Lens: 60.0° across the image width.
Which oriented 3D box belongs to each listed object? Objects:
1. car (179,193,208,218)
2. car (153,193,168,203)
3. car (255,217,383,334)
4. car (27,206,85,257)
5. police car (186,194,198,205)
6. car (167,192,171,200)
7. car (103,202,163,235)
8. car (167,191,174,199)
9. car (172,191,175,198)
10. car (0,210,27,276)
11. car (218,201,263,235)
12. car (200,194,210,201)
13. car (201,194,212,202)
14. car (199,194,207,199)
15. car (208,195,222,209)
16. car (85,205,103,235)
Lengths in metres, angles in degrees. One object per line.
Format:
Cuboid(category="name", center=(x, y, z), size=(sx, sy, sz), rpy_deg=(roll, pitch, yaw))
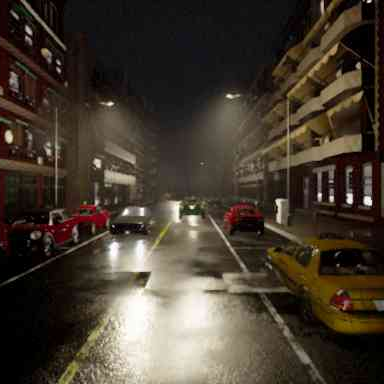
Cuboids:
Cuboid(category="car", center=(0.018, 1.214, 27.751), size=(2.097, 1.767, 4.553), rpy_deg=(0, 0, 0))
Cuboid(category="car", center=(-5.687, 1.185, 57.351), size=(2.008, 1.369, 4.403), rpy_deg=(0, 0, 0))
Cuboid(category="car", center=(2.692, 1.482, 6.792), size=(1.752, 1.417, 4.829), rpy_deg=(0, 0, 0))
Cuboid(category="car", center=(-5.688, 1.362, 12.262), size=(1.967, 1.590, 4.097), rpy_deg=(0, 0, 0))
Cuboid(category="police car", center=(0.006, 1.191, 55.446), size=(2.038, 1.542, 4.974), rpy_deg=(0, 1, 0))
Cuboid(category="car", center=(-5.687, 1.148, 62.988), size=(2.008, 1.369, 4.403), rpy_deg=(0, 0, 0))
Cuboid(category="car", center=(-3.000, 1.476, 18.085), size=(2.033, 1.411, 5.357), rpy_deg=(0, 0, 0))
Cuboid(category="car", center=(-5.686, 1.069, 74.260), size=(1.887, 1.381, 4.507), rpy_deg=(0, 0, 0))
Cuboid(category="car", center=(-5.685, 0.766, 85.532), size=(2.192, 1.841, 5.009), rpy_deg=(0, 0, 0))
Cuboid(category="car", center=(-5.687, 1.272, 6.626), size=(2.192, 1.841, 5.009), rpy_deg=(0, 0, 0))
Cuboid(category="car", center=(2.692, 1.431, 17.895), size=(1.887, 1.381, 4.507), rpy_deg=(0, 0, 0))
Cuboid(category="car", center=(2.694, 1.127, 68.620), size=(1.947, 1.339, 4.313), rpy_deg=(0, 0, 0))
Cuboid(category="car", center=(2.695, 1.122, 63.153), size=(1.752, 1.417, 4.829), rpy_deg=(0, 0, 0))
Cuboid(category="car", center=(2.695, 1.070, 79.892), size=(1.802, 1.307, 4.206), rpy_deg=(0, 0, 0))
Cuboid(category="car", center=(2.694, 1.294, 40.439), size=(2.008, 1.369, 4.403), rpy_deg=(0, 0, 0))
Cuboid(category="car", center=(-5.688, 1.431, 17.900), size=(1.887, 1.381, 4.507), rpy_deg=(0, 0, 0))
